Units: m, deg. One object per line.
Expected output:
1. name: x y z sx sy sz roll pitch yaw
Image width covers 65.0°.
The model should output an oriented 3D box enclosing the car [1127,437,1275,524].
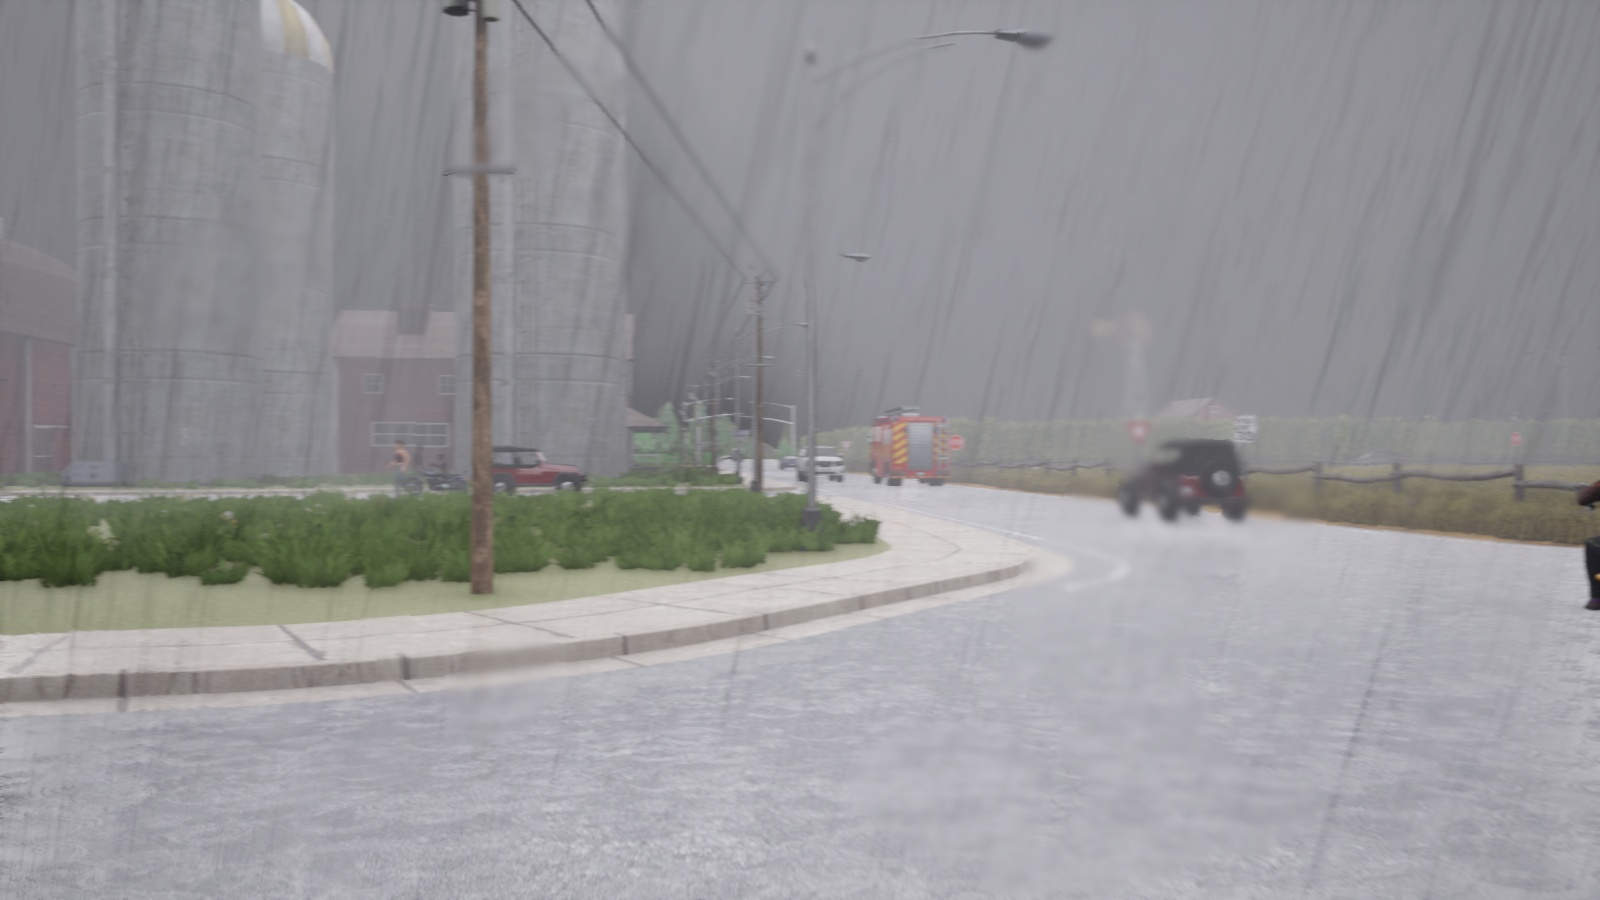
1. car: 9.264 0.658 29.350 1.905 1.878 3.866 0 0 -6

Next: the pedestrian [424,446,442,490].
1. pedestrian: -15.431 0.749 52.792 0.703 1.840 0.431 0 0 -17

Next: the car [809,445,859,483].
1. car: 1.848 0.758 70.359 2.150 2.045 5.566 0 0 -5

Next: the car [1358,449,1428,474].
1. car: 38.713 0.744 81.992 3.705 1.549 1.789 -1 0 -5

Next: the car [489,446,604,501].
1. car: -9.025 0.823 44.957 3.866 1.878 1.905 0 0 -6

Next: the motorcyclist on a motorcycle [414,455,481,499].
1. motorcyclist on a motorcycle: -13.472 1.016 47.991 2.350 1.649 0.766 -1 0 -6

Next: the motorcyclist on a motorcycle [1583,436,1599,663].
1. motorcyclist on a motorcycle: 6.695 0.730 9.915 0.766 1.649 2.350 0 0 34

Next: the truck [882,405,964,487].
1. truck: 6.068 -0.177 63.367 2.891 3.827 8.468 0 0 -3

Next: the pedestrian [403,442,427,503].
1. pedestrian: -11.595 0.677 37.798 0.594 1.836 0.345 0 0 -35
